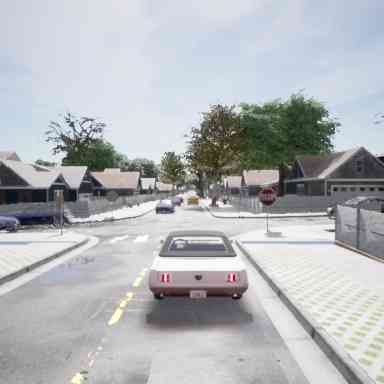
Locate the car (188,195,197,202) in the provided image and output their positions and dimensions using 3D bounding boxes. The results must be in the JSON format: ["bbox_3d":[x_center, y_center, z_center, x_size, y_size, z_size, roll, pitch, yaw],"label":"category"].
[{"bbox_3d":[0.143,1.398,76.136,2.128,1.511,4.902,0,0,0],"label":"car"}]

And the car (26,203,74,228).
[{"bbox_3d":[-10.752,1.571,23.216,4.553,1.767,2.097,-2,0,-6],"label":"car"}]

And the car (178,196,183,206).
[{"bbox_3d":[-2.721,1.436,51.128,1.812,1.442,4.674,0,0,0],"label":"car"}]

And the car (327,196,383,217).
[{"bbox_3d":[12.048,1.077,23.362,4.902,1.511,2.128,-2,0,0],"label":"car"}]

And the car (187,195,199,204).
[{"bbox_3d":[0.210,1.373,60.025,1.882,1.535,5.008,0,0,0],"label":"car"}]

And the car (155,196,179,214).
[{"bbox_3d":[-2.783,1.490,35.229,2.033,1.411,5.357,0,0,0],"label":"car"}]

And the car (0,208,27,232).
[{"bbox_3d":[-13.004,1.817,20.207,4.674,1.442,1.812,-2,0,2],"label":"car"}]

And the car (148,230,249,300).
[{"bbox_3d":[0.120,1.596,8.356,1.895,1.301,4.718,0,0,0],"label":"car"}]
